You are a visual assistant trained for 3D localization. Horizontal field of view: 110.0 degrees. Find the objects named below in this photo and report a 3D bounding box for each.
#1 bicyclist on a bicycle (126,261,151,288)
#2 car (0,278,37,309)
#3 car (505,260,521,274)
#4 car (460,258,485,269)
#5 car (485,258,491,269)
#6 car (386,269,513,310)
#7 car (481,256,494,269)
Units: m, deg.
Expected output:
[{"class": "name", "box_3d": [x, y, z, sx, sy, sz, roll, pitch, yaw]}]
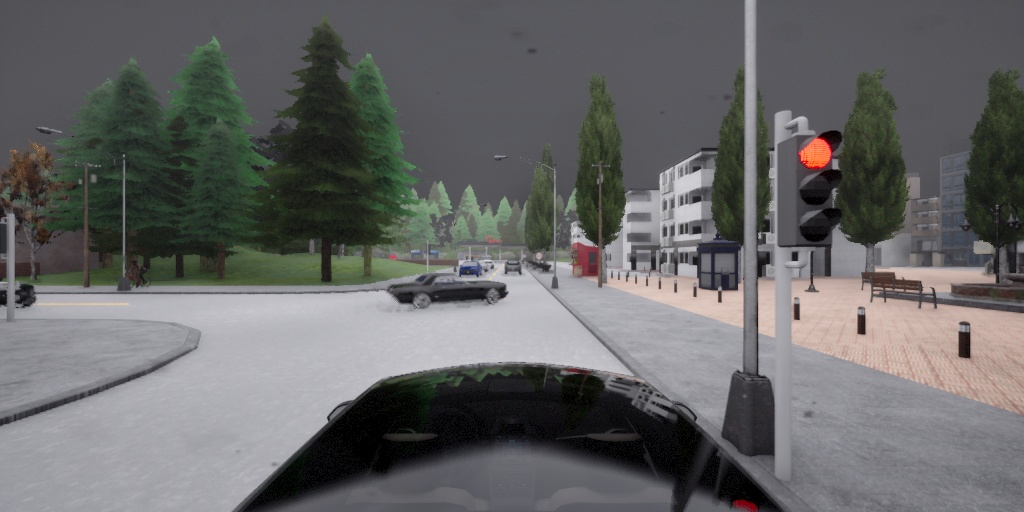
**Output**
[{"class": "bicyclist on a bicycle", "box_3d": [-22.133, 1.107, 21.152, 0.582, 1.620, 1.656, 0, 0, 0]}, {"class": "car", "box_3d": [-20.178, 1.232, 12.750, 5.008, 1.535, 1.882, 0, 0, 0]}, {"class": "car", "box_3d": [0.126, 1.259, 42.422, 2.128, 1.511, 4.902, 0, 0, 0]}, {"class": "car", "box_3d": [-4.083, 1.241, 35.840, 1.882, 1.535, 5.008, 0, 0, 0]}, {"class": "car", "box_3d": [-4.062, 1.293, 46.001, 1.812, 1.442, 4.674, 0, 0, 0]}, {"class": "car", "box_3d": [-2.545, 1.356, 14.653, 4.718, 1.301, 1.895, 0, 0, -28]}, {"class": "car", "box_3d": [-4.015, 0.993, 56.401, 2.150, 2.045, 5.566, 0, 0, 0]}]
